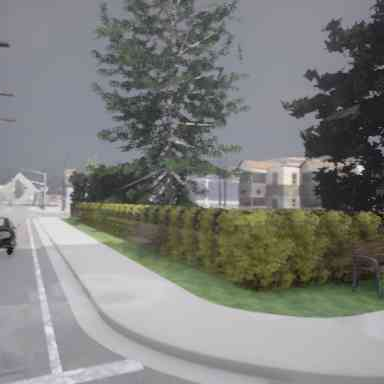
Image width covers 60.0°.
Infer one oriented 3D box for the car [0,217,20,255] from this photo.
[{"bbox_3d":[-8.809,1.822,14.660,2.128,1.511,4.902,2,-2,-27],"label":"car"}]
